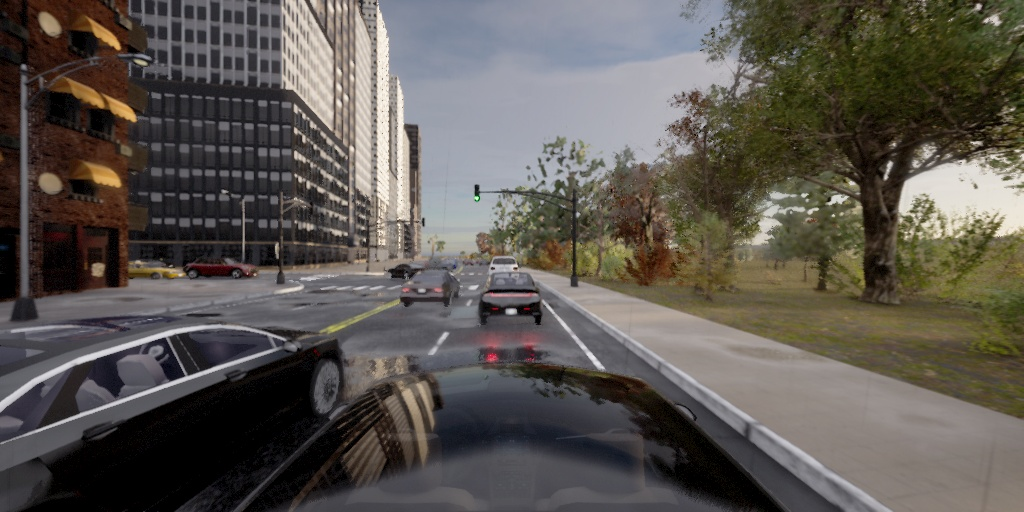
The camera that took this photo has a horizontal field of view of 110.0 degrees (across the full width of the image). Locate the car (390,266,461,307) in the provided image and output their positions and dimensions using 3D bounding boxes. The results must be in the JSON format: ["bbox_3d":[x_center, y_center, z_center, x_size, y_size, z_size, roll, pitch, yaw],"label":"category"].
[{"bbox_3d":[-3.412,1.333,15.793,2.033,1.411,5.357,0,0,-2],"label":"car"}]

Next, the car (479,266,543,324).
[{"bbox_3d":[-0.064,1.268,11.987,2.128,1.511,4.902,0,0,-1],"label":"car"}]

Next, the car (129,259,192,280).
[{"bbox_3d":[-26.372,1.014,25.518,4.829,1.417,1.751,0,0,-10],"label":"car"}]

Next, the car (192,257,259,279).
[{"bbox_3d":[-23.075,0.899,28.804,4.553,1.767,2.097,1,0,-9],"label":"car"}]

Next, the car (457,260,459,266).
[{"bbox_3d":[-9.878,1.346,57.406,1.882,1.535,5.008,0,0,-6],"label":"car"}]

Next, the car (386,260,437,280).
[{"bbox_3d":[-8.803,1.299,30.336,5.008,1.535,1.882,0,-1,45],"label":"car"}]

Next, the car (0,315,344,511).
[{"bbox_3d":[-3.195,1.247,2.980,2.128,1.511,4.902,0,0,0],"label":"car"}]

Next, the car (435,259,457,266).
[{"bbox_3d":[-8.961,1.419,48.475,1.994,1.385,4.181,0,0,-6],"label":"car"}]

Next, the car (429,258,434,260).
[{"bbox_3d":[-12.173,1.334,48.044,1.882,1.535,5.008,0,0,-4],"label":"car"}]

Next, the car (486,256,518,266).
[{"bbox_3d":[-0.669,1.035,27.653,2.150,2.045,5.566,0,0,-3],"label":"car"}]

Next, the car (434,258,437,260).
[{"bbox_3d":[-13.097,1.434,56.986,1.994,1.385,4.181,0,0,-6],"label":"car"}]
